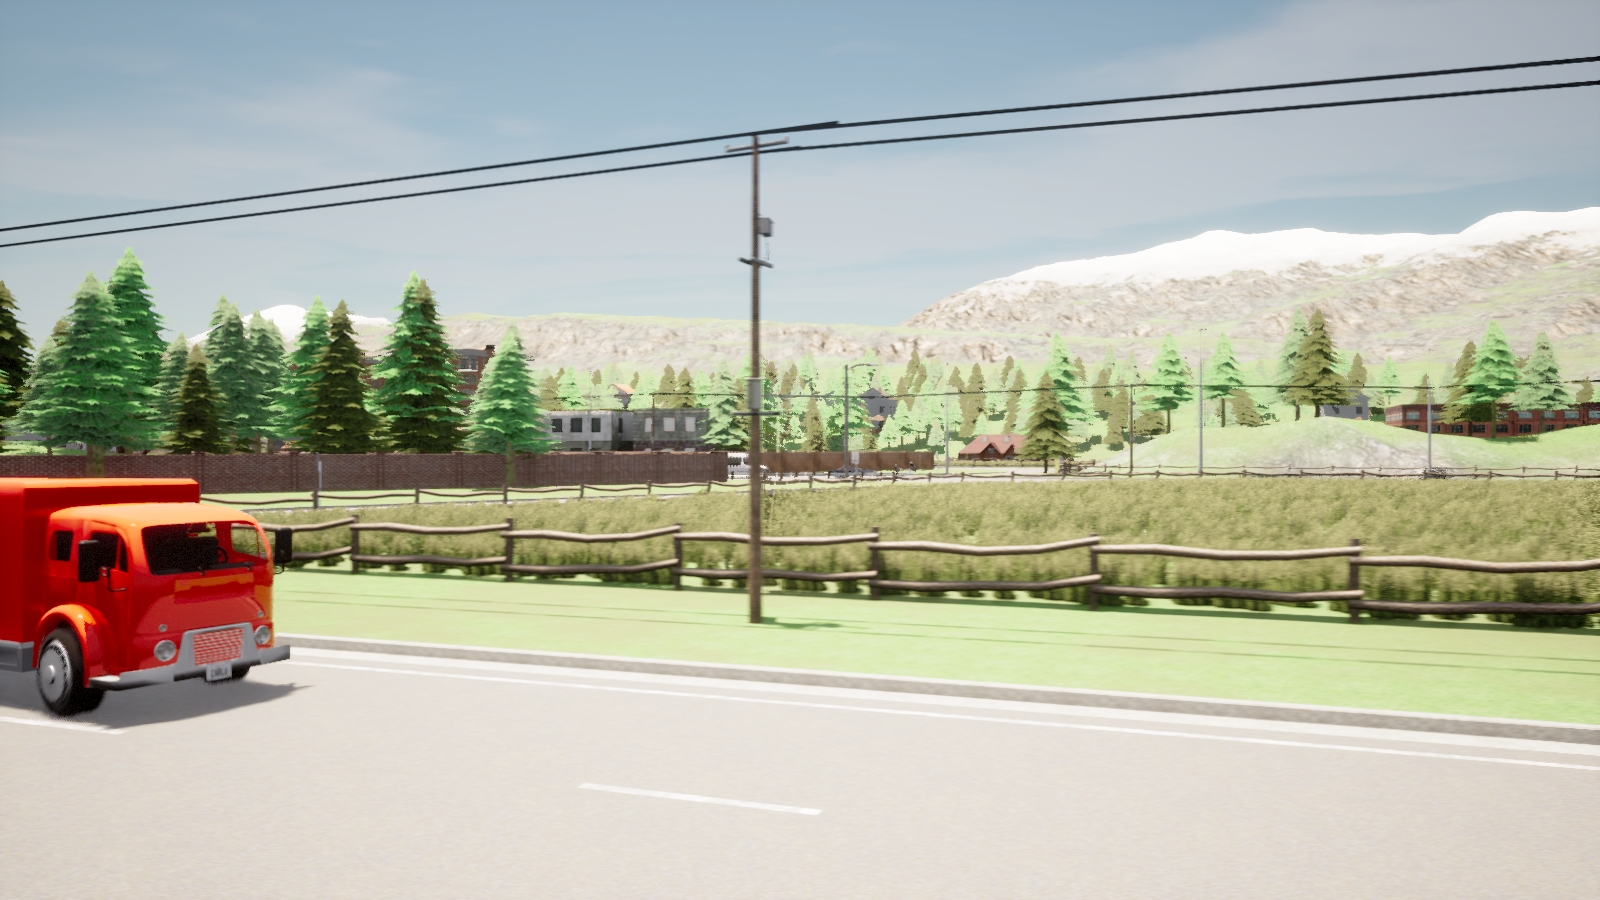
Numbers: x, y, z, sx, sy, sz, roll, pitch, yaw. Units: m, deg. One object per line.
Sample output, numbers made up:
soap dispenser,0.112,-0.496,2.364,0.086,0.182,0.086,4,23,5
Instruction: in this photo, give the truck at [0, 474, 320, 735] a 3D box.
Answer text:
truck,-8.613,1.566,13.592,5.204,2.467,2.627,0,0,27
